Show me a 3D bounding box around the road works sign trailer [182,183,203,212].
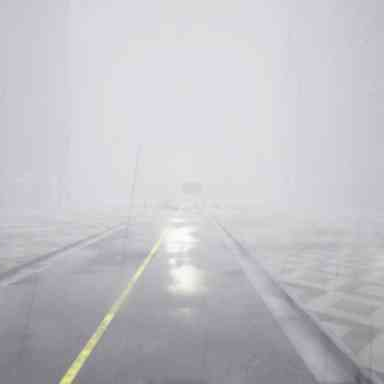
[{"bbox_3d":[-0.010,0.628,41.552,2.380,3.560,2.880,0,0,0],"label":"road works sign trailer"}]

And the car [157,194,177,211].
[{"bbox_3d":[-3.092,1.523,43.671,2.097,1.767,4.553,0,0,0],"label":"car"}]
